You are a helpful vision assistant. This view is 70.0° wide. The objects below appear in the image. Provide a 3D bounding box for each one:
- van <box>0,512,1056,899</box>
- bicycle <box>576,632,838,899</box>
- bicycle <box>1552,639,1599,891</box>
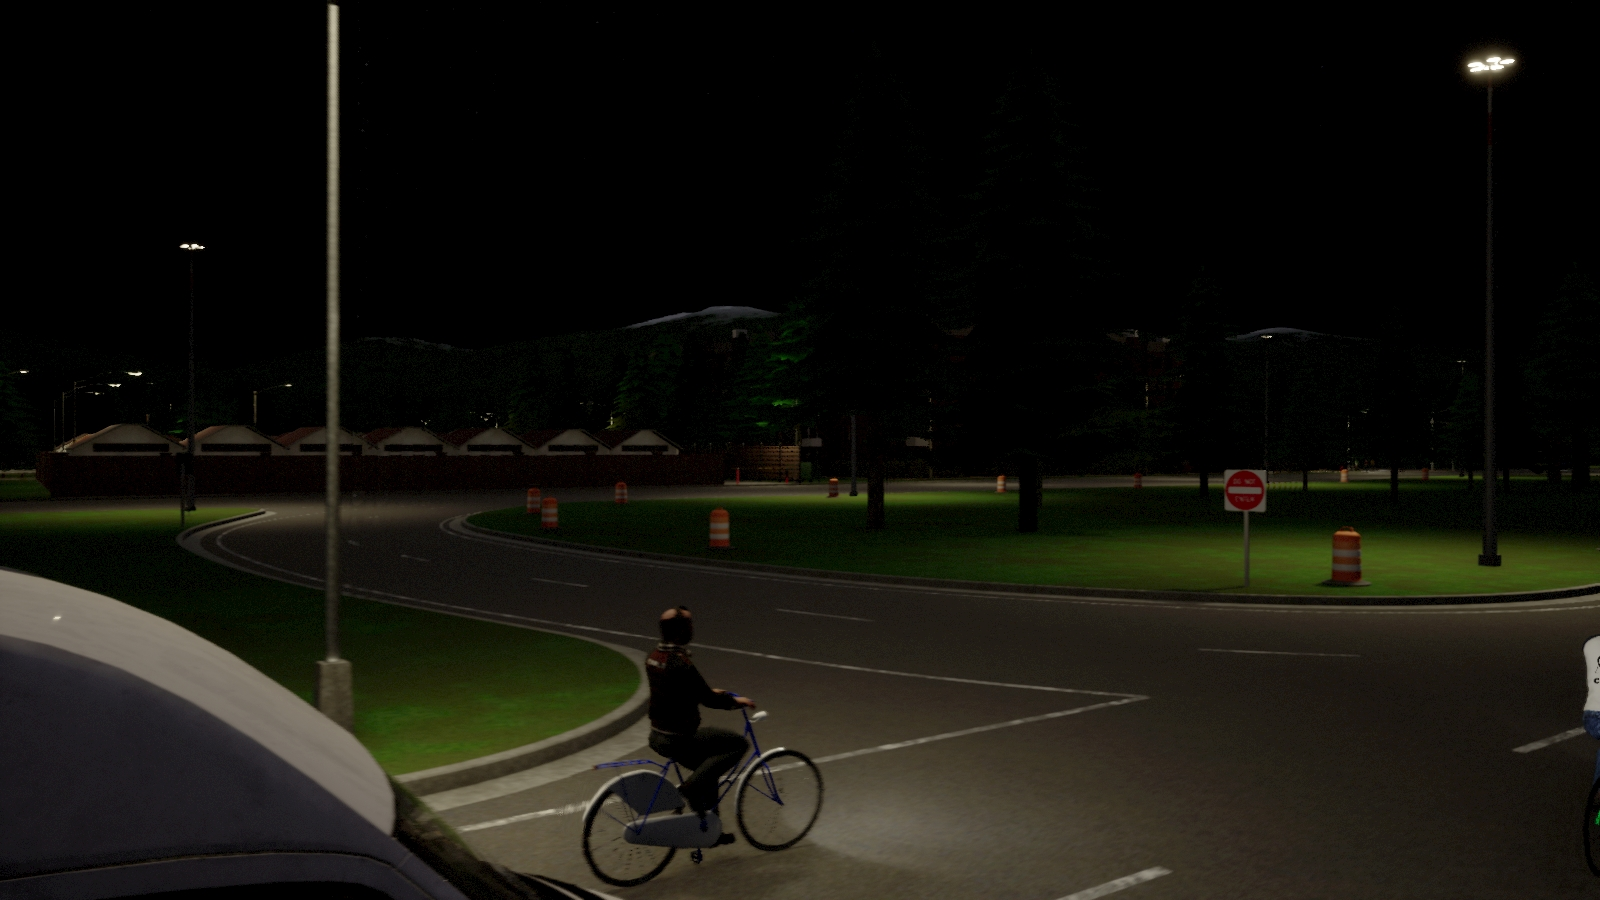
[{"bbox_3d":[-2.306,1.535,2.160,5.915,2.561,1.988,0,0,-35],"label":"van"},{"bbox_3d":[-0.579,2.063,7.662,1.835,1.471,0.329,0,0,-35],"label":"bicycle"},{"bbox_3d":[5.704,2.060,7.805,1.643,1.496,0.373,0,0,-35],"label":"bicycle"}]
